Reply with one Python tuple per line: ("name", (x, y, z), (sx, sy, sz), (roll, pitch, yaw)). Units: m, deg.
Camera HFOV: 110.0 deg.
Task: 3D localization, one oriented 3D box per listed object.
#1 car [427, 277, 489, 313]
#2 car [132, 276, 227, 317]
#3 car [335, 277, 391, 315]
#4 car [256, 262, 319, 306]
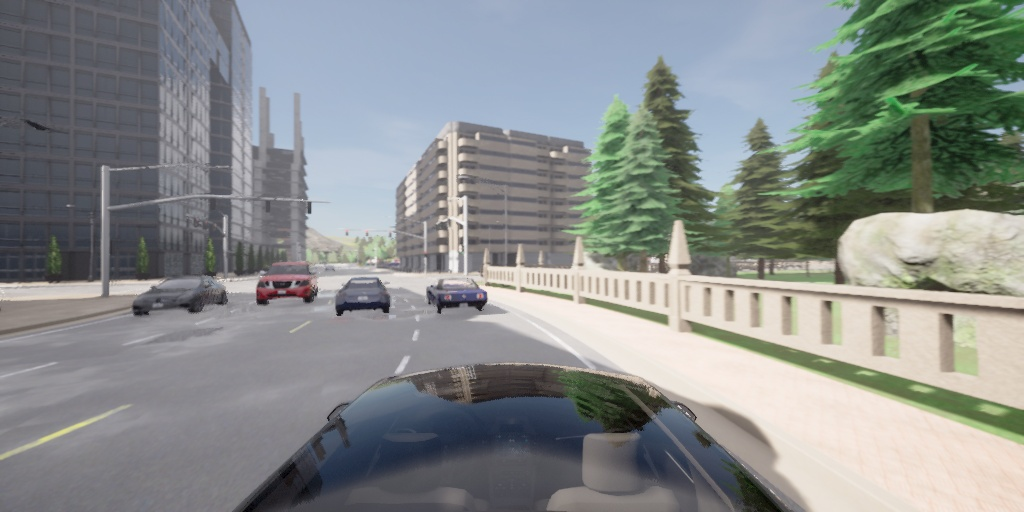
("car", (-2.496, 1.556, 15.219), (1.895, 1.301, 4.718), (0, -1, -19))
("car", (-13.829, 1.598, 15.287), (1.812, 1.442, 4.674), (0, -1, -22))
("car", (-6.189, 1.557, 15.133), (1.994, 1.385, 4.181), (0, -1, -20))
("car", (-11.361, 1.313, 18.492), (2.150, 2.045, 5.566), (0, -1, -24))
